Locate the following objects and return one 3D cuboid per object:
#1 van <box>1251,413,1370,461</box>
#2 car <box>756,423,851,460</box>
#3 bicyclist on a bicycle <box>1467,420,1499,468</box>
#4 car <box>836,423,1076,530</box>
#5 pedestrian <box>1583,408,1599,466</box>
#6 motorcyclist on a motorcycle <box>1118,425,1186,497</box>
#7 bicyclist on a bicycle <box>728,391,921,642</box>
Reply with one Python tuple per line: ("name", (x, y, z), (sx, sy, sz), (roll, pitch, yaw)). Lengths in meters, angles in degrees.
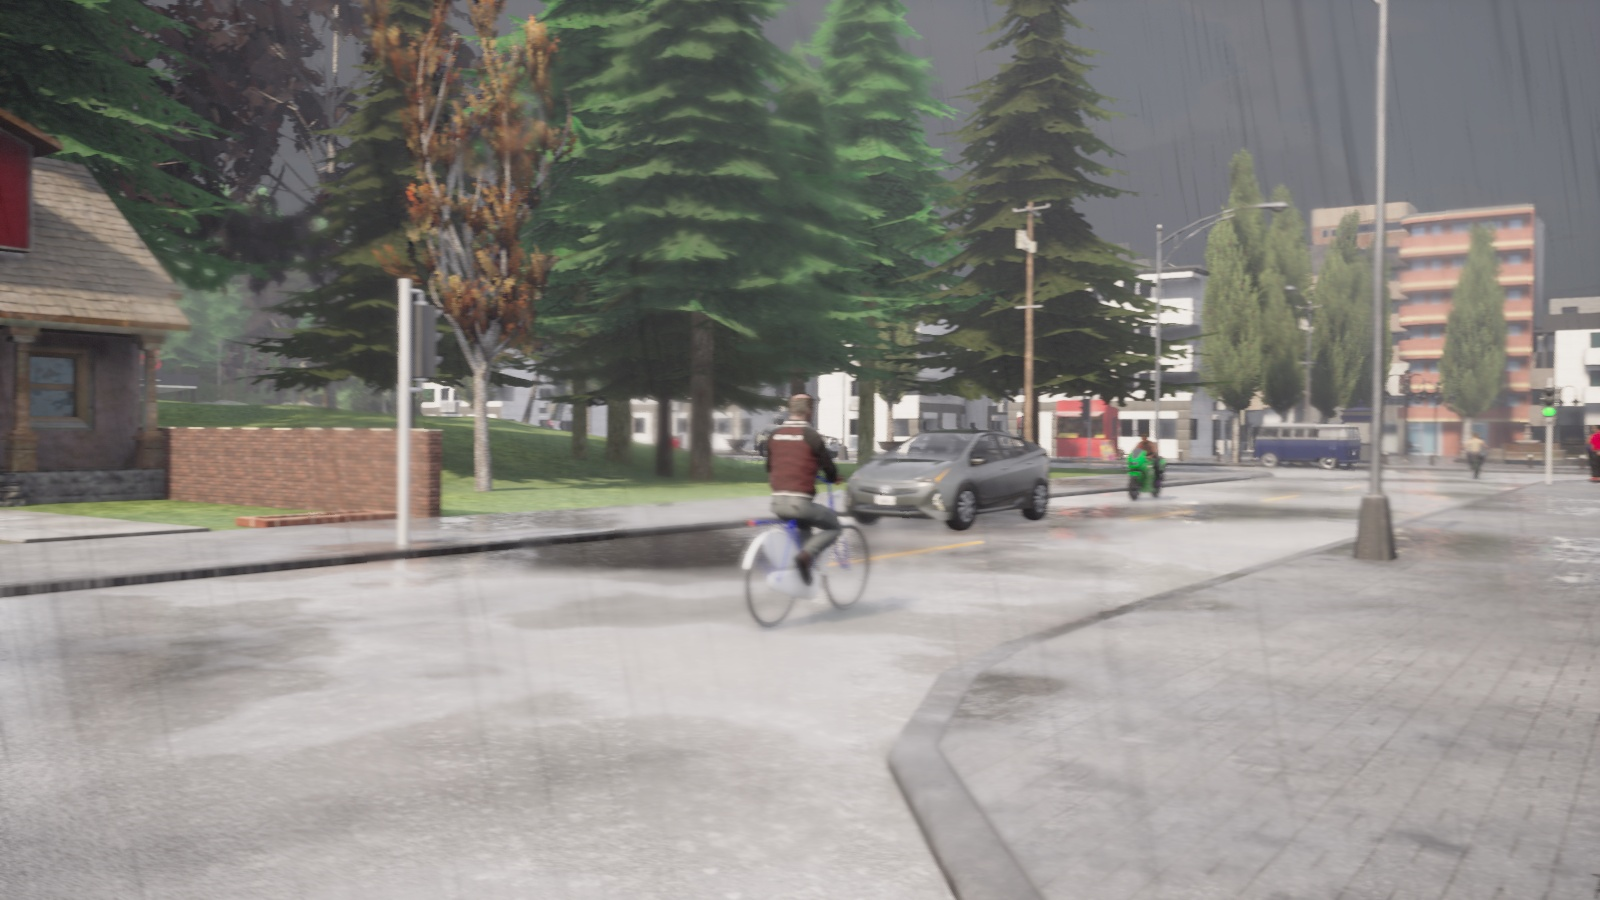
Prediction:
("van", (21.990, -0.552, 54.197), (1.775, 1.987, 4.442), (-1, 1, -44))
("car", (0.147, -0.433, 64.881), (4.605, 1.855, 1.932), (0, 1, 35))
("bicyclist on a bicycle", (23.420, -0.214, 43.028), (0.866, 1.612, 1.509), (-1, 1, 32))
("car", (2.666, 0.342, 20.452), (2.007, 1.525, 4.514), (0, 1, 35))
("pedestrian", (25.659, -0.419, 40.161), (0.899, 1.844, 0.634), (0, 1, 10))
("motorcyclist on a motorcycle", (7.773, 0.218, 27.665), (0.797, 1.523, 2.044), (0, 1, 35))
("bicyclist on a bicycle", (0.241, 0.450, 9.844), (0.659, 1.776, 1.843), (0, 1, 32))
